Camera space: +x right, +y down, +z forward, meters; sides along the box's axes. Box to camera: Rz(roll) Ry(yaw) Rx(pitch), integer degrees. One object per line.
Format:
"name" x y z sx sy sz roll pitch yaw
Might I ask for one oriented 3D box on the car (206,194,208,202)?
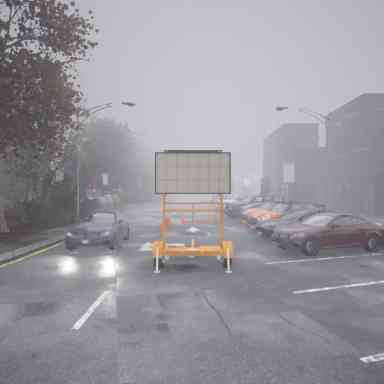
"car" 5.618 1.393 70.002 5.566 2.045 2.435 1 0 -20

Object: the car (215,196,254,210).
"car" 5.467 1.415 42.943 4.553 1.767 2.185 1 0 -20

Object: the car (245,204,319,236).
"car" 5.319 1.518 15.917 4.792 1.488 2.163 1 0 -20

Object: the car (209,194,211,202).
"car" 5.579 1.448 51.961 4.553 1.767 2.185 1 0 -20

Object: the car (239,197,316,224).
"car" 5.393 1.367 18.937 4.553 1.767 2.185 1 0 -20

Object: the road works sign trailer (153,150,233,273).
"road works sign trailer" 0.028 0.466 10.667 2.380 3.560 2.880 0 0 0

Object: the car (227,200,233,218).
"car" 5.389 1.539 24.934 4.674 1.452 2.002 1 0 -20

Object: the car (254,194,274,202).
"car" 18.633 1.466 85.954 2.435 2.045 5.566 0 0 -21

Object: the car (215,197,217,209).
"car" 5.253 1.504 30.870 5.366 1.575 1.946 1 0 -20

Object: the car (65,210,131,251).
"car" -3.828 1.528 14.260 1.812 1.442 4.674 0 0 0

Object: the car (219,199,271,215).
"car" 5.416 1.546 33.927 4.792 1.488 2.163 1 0 -20

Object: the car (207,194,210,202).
"car" 5.550 1.585 54.964 5.008 1.535 2.097 1 -1 -20

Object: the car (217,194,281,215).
"car" 5.399 1.252 27.913 5.566 2.045 2.435 1 0 -20

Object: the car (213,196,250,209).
"car" 5.484 1.425 45.944 4.553 1.767 2.185 1 0 -20

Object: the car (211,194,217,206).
"car" 5.440 1.272 36.929 5.566 2.045 2.435 1 0 -20

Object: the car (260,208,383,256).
"car" 5.336 1.528 12.925 4.674 1.452 2.002 1 0 -20

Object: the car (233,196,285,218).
"car" 5.409 1.370 21.938 4.553 1.767 2.185 1 0 -20
